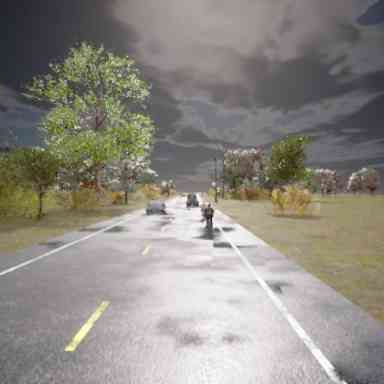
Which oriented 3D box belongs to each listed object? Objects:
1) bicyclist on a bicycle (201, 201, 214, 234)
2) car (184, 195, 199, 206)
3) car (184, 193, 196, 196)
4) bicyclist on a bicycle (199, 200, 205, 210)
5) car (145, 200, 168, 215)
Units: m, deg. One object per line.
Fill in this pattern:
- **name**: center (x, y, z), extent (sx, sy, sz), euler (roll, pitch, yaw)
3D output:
- **bicyclist on a bicycle**: center (0.961, 1.467, 18.117), extent (0.582, 1.620, 1.656), euler (0, -1, 0)
- **car**: center (0.093, 1.623, 52.957), extent (1.895, 1.301, 4.718), euler (0, 0, 0)
- **car**: center (-0.008, 1.244, 73.705), extent (2.150, 2.045, 5.566), euler (0, 0, 0)
- **bicyclist on a bicycle**: center (0.978, 1.454, 27.306), extent (0.866, 1.612, 1.509), euler (0, 0, 0)
- **car**: center (-3.599, 1.545, 34.110), extent (1.812, 1.442, 4.674), euler (0, 0, 0)
